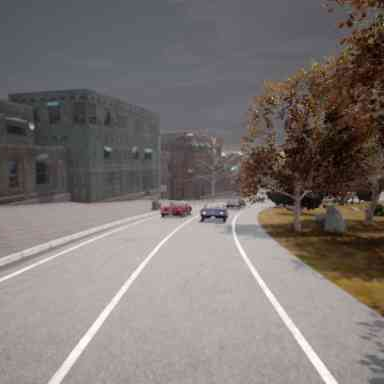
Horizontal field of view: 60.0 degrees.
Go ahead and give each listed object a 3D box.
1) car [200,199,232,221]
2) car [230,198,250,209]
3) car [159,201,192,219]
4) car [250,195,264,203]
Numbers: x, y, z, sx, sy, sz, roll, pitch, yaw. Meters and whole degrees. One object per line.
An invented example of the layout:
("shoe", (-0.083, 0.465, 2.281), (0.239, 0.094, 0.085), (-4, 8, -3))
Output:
("car", (1.833, 1.509, 25.735), (1.895, 1.301, 4.718), (1, 0, 9))
("car", (5.617, 1.412, 42.160), (2.033, 1.411, 5.357), (2, 0, 18))
("car", (-1.282, 1.445, 27.901), (1.895, 1.301, 4.718), (1, 1, 10))
("car", (13.172, 1.359, 67.649), (1.882, 1.535, 5.008), (3, 1, 28))
